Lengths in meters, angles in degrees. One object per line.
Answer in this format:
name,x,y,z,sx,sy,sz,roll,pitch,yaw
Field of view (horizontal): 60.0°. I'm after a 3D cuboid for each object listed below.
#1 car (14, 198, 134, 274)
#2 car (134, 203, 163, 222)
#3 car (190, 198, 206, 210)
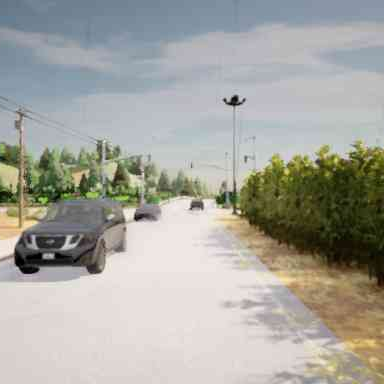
car,-3.600,1.254,11.075,2.150,2.045,5.566,0,0,0
car,-3.508,1.630,27.552,2.033,1.411,5.357,0,0,1
car,0.772,1.641,45.575,1.837,1.490,4.892,0,0,3
